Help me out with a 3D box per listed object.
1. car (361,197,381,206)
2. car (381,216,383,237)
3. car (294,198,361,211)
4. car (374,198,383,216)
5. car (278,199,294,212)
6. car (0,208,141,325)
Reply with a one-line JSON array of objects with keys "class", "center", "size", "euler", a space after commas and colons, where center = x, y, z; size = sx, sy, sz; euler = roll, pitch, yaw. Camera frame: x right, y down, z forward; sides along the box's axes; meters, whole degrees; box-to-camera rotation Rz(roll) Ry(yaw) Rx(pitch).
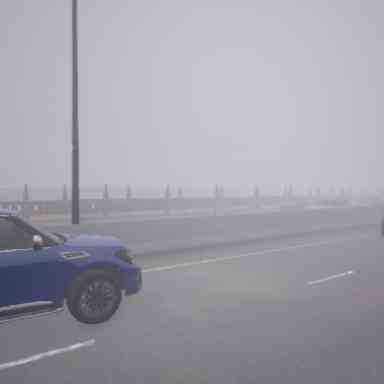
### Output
[{"class": "car", "center": [19.578, 1.317, 35.829], "size": [4.902, 1.511, 2.128], "euler": [0, 0, -37]}, {"class": "car", "center": [6.967, 1.441, 8.739], "size": [4.902, 1.511, 2.128], "euler": [0, 0, -36]}, {"class": "car", "center": [9.898, 1.247, 24.154], "size": [4.553, 1.767, 2.097], "euler": [0, 0, -37]}, {"class": "car", "center": [11.136, 1.264, 16.122], "size": [4.553, 1.767, 2.097], "euler": [0, 0, -36]}, {"class": "car", "center": [10.508, 1.431, 33.367], "size": [4.181, 1.385, 1.994], "euler": [0, 0, -37]}, {"class": "car", "center": [-3.629, 1.222, 5.442], "size": [5.566, 2.045, 2.150], "euler": [0, 0, -35]}]
